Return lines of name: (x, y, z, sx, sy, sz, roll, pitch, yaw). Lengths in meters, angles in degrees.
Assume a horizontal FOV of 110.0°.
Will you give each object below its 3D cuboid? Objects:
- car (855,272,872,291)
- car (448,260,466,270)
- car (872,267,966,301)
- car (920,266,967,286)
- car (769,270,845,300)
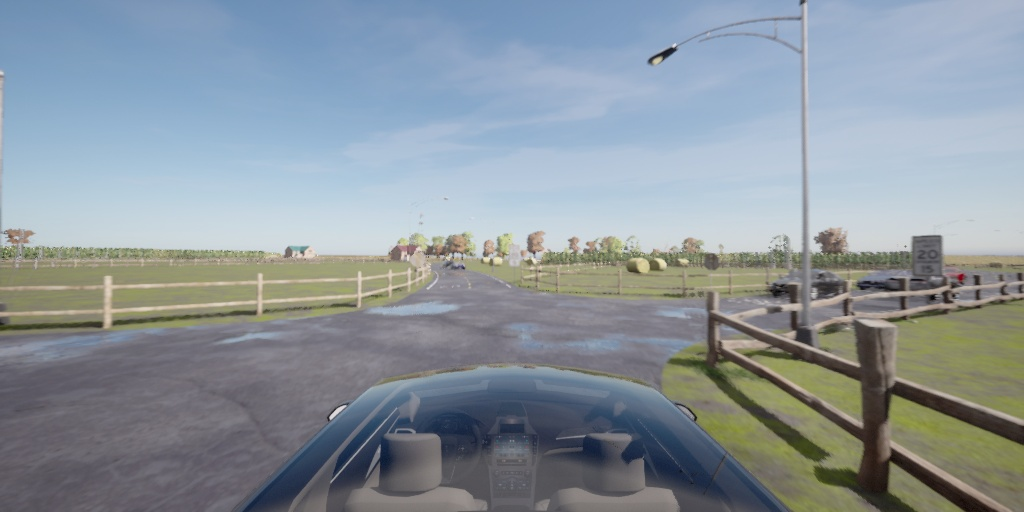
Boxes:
car: (25.607, 1.647, 24.397, 5.357, 1.411, 2.033, 1, -1, -28)
car: (-8.858, 1.655, 58.933, 1.895, 1.301, 4.718, 0, 0, -18)
car: (21.824, 1.508, 19.083, 4.902, 1.511, 2.128, 1, -1, -27)
car: (37.703, 1.707, 31.276, 5.008, 1.535, 1.882, 0, -1, -31)
car: (16.124, 1.507, 19.521, 4.892, 1.490, 1.837, 1, -1, -26)
